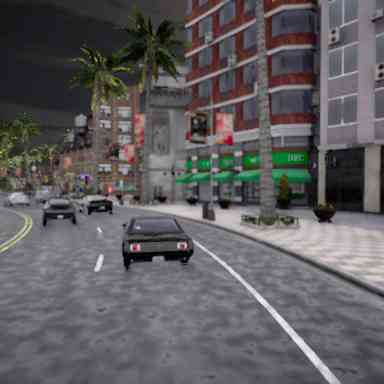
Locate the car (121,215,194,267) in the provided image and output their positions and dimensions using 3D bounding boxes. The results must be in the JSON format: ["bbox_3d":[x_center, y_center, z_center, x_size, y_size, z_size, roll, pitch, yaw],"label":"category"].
[{"bbox_3d":[-1.293,1.394,10.725,1.895,1.301,4.718,0,1,-11],"label":"car"}]

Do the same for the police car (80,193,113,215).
[{"bbox_3d":[-7.938,0.910,26.915,1.930,1.638,5.238,-1,1,-30],"label":"police car"}]

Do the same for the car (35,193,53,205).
[{"bbox_3d":[-17.653,0.794,40.423,1.994,1.385,4.181,-1,1,-38],"label":"car"}]

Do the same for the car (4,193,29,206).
[{"bbox_3d":[-19.631,0.816,37.308,1.812,1.442,4.674,-1,1,-37],"label":"car"}]

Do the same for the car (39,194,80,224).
[{"bbox_3d":[-8.465,1.104,20.978,1.837,1.490,4.892,0,1,-25],"label":"car"}]
